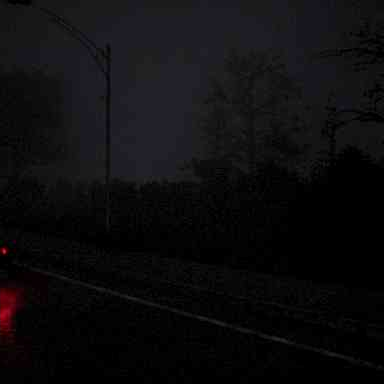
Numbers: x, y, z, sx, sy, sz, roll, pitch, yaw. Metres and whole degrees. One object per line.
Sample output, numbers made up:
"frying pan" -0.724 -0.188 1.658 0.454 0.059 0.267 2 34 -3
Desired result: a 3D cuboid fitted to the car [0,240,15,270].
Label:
"car" -7.169 1.619 9.866 4.718 1.301 1.895 0 0 40
